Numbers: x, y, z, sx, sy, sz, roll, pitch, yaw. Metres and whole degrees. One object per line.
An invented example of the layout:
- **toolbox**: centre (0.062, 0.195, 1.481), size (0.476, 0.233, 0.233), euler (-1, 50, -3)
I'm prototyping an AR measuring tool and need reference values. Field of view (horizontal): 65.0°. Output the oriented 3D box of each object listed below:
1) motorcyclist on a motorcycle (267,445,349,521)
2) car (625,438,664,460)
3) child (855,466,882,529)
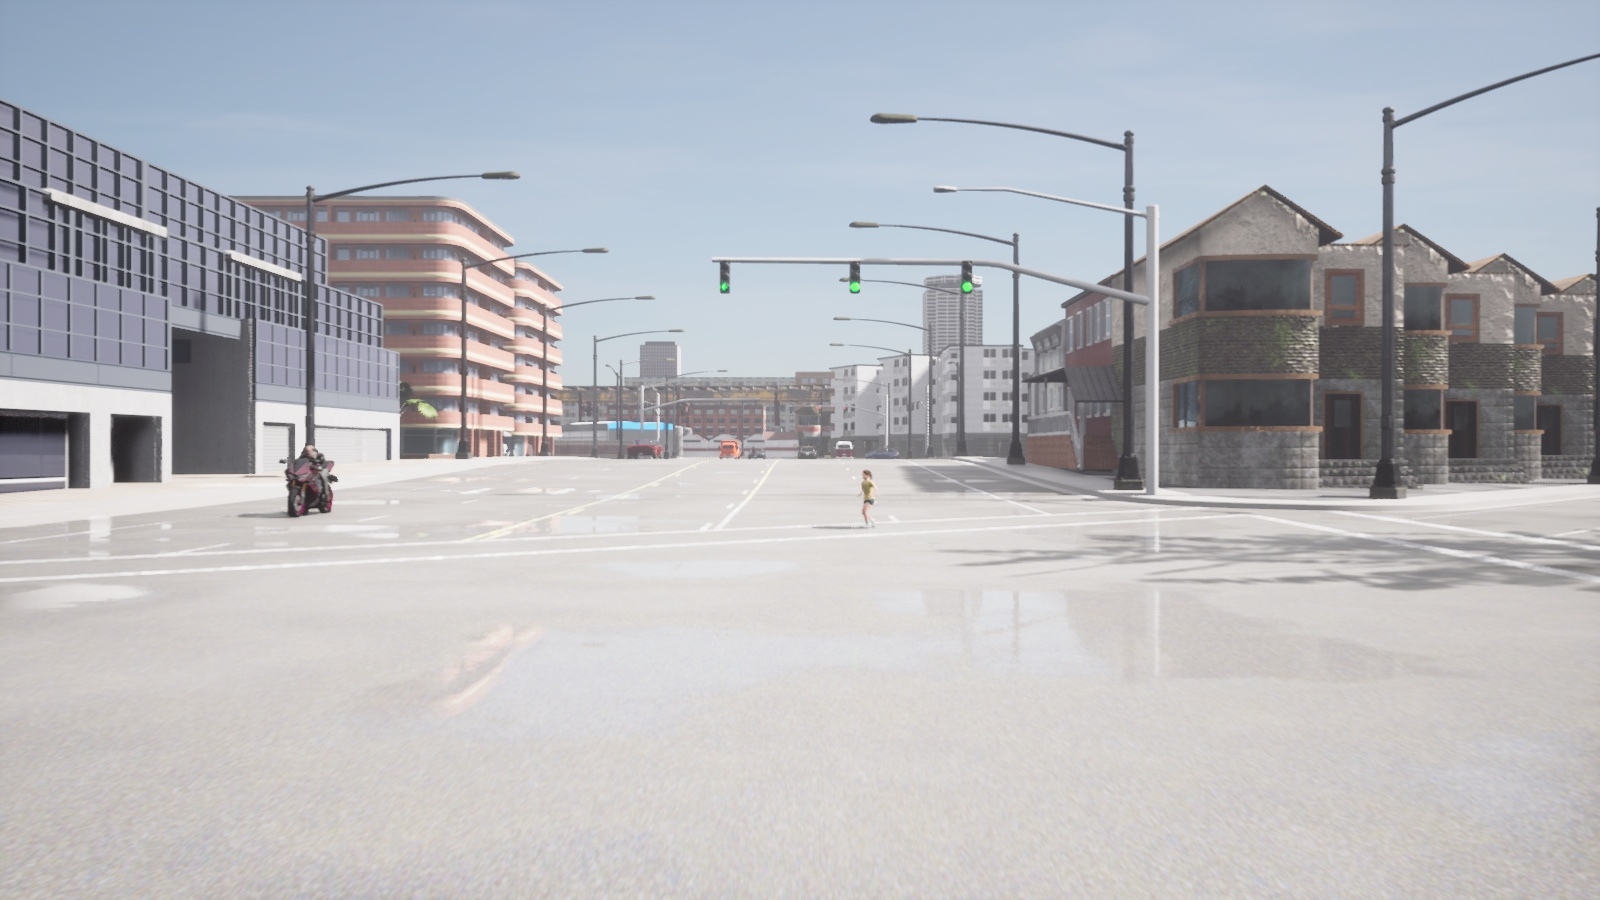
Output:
- **motorcyclist on a motorcycle**: centre (-10.332, 0.658, 26.450), size (0.866, 1.530, 2.191), euler (0, 0, 0)
- **car**: centre (-10.015, -0.046, 81.047), size (1.895, 1.301, 4.718), euler (0, -1, 0)
- **child**: centre (1.227, 0.842, 22.523), size (0.394, 1.110, 0.255), euler (0, 0, -28)
